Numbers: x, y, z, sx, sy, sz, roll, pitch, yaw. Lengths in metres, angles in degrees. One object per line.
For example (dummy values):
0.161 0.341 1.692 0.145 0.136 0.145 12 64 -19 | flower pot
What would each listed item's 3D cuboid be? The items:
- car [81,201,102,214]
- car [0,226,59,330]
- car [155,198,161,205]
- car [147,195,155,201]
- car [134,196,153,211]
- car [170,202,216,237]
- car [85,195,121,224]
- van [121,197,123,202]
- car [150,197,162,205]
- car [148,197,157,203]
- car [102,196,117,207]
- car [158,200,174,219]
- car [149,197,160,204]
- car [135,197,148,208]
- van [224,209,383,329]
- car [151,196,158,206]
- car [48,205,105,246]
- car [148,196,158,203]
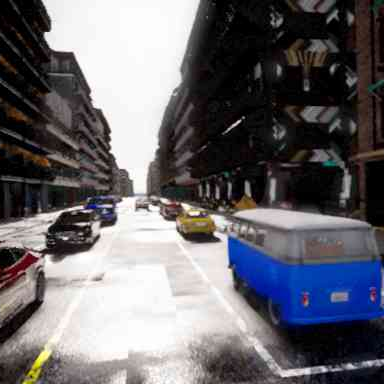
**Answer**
-11.663 1.816 38.944 1.802 1.307 4.206 -1 0 -9 | car
-3.815 1.601 5.436 1.812 1.442 4.674 -1 0 -7 | car
-2.510 1.573 34.621 1.887 1.381 4.507 -1 0 -9 | car
-11.239 1.700 90.563 1.967 1.590 4.097 -1 0 -9 | car
-6.410 1.665 42.756 2.033 1.411 5.357 -1 0 -9 | car
0.081 1.500 18.009 1.752 1.417 4.829 -1 0 -9 | car
-7.043 1.350 26.136 2.150 2.045 5.566 -1 0 -9 | car
-17.777 1.725 78.108 1.690 1.788 3.998 -1 0 -9 | van
-6.873 1.683 62.595 2.008 1.369 4.403 -1 0 -9 | car
-9.491 1.782 79.378 1.802 1.307 4.206 -1 0 -9 | car
-15.160 1.632 61.324 2.192 1.841 5.009 -1 0 -9 | car
-1.638 1.553 29.028 1.887 1.381 4.507 -1 0 -9 | car
-7.746 1.698 68.190 1.887 1.381 4.507 -1 0 -9 | car
-7.972 1.632 52.826 1.882 1.535 5.008 -1 0 -9 | car
1.850 1.289 6.652 1.690 1.788 3.998 -1 0 -9 | van
-6.000 1.662 57.001 2.008 1.369 4.403 -1 0 -9 | car
-5.402 1.603 15.587 1.837 1.490 4.892 -1 0 -9 | car
-8.621 1.616 73.783 1.967 1.590 4.097 -1 0 -9 | car
